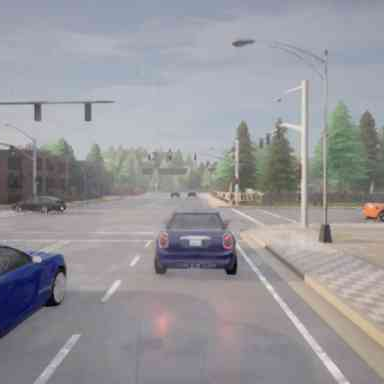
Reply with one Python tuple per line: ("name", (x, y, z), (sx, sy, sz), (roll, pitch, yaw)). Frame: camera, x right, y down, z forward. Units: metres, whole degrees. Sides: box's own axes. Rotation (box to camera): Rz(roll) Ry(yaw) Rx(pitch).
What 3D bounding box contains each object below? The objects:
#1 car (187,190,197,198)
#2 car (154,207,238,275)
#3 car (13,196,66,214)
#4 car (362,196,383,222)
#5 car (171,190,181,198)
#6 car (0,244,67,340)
("car", (-0.009, 0.454, 70.466), (1.837, 1.490, 4.892), (0, 1, 0))
("car", (0.153, 1.222, 10.182), (2.097, 1.767, 4.553), (0, 1, 2))
("car", (-13.453, 1.132, 29.320), (4.892, 1.490, 1.837), (0, -2, 19))
("car", (14.143, 1.066, 22.418), (4.553, 1.767, 2.097), (0, 1, 0))
("car", (-3.509, 0.454, 70.466), (1.837, 1.490, 4.892), (0, 1, 0))
("car", (-3.443, 1.416, 4.729), (1.882, 1.535, 5.008), (0, 1, 0))
